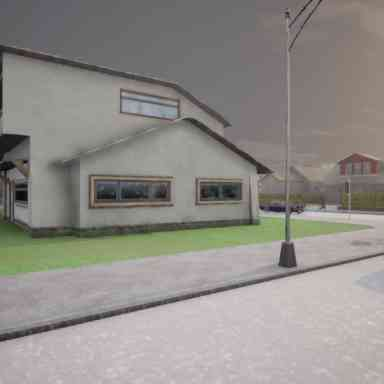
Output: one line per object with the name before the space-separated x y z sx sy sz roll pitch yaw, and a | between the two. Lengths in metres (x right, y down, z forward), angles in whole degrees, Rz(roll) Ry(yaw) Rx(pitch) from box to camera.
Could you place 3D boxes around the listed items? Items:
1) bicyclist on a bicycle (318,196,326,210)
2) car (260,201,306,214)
bicyclist on a bicycle | 15.762 1.349 40.277 1.656 1.620 0.582 0 0 -35
car | 9.404 1.601 34.730 1.895 1.301 4.718 0 0 -35
